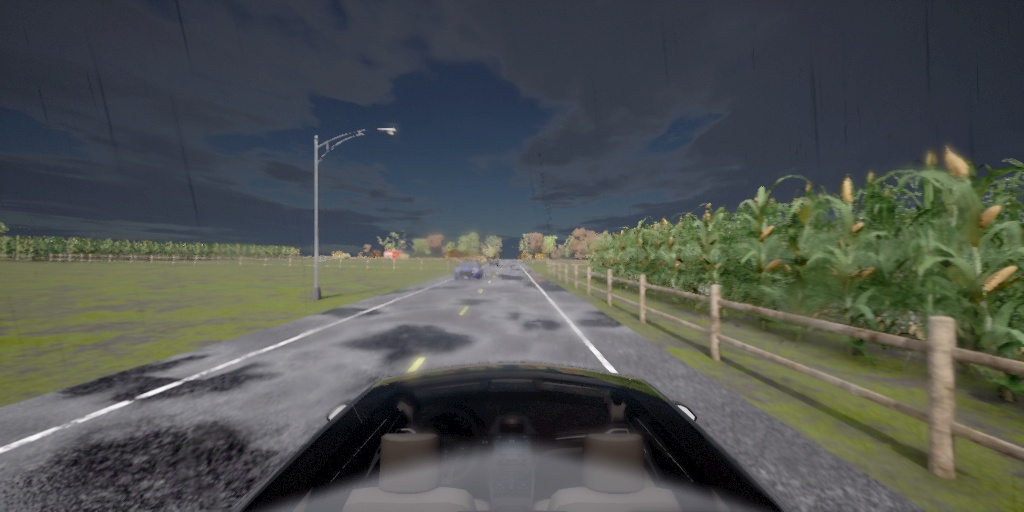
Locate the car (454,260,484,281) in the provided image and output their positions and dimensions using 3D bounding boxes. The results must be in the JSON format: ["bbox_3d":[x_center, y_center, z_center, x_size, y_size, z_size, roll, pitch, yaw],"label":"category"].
[{"bbox_3d":[-3.605,1.117,30.619,2.097,1.767,4.553,0,0,0],"label":"car"}]
